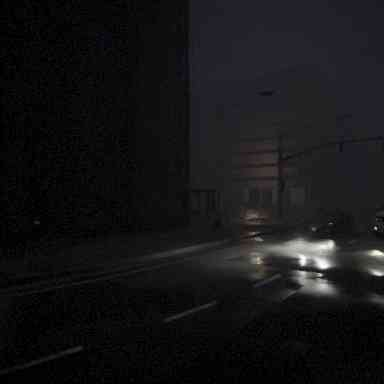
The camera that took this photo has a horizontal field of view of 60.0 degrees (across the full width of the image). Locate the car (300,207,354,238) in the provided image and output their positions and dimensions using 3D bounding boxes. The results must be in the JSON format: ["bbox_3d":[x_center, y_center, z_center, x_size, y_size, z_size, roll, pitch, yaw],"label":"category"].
[{"bbox_3d":[7.670,1.620,18.686,2.128,1.511,4.902,-1,-1,39],"label":"car"}]

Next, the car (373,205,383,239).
[{"bbox_3d":[11.179,1.327,17.454,2.150,2.045,5.566,-1,-1,39],"label":"car"}]
